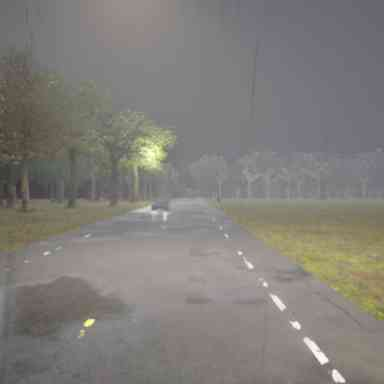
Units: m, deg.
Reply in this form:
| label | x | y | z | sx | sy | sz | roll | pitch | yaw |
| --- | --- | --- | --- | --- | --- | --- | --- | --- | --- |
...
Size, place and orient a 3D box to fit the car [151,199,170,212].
| label | x | y | z | sx | sy | sz | roll | pitch | yaw |
| --- | --- | --- | --- | --- | --- | --- | --- | --- | --- |
| car | -3.515 | 1.454 | 38.258 | 2.033 | 1.411 | 5.357 | 0 | 0 | 0 |
